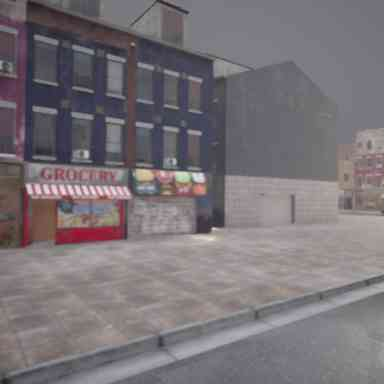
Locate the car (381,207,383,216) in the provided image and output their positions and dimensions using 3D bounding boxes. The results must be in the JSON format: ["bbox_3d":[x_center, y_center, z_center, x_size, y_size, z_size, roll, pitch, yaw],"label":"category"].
[{"bbox_3d":[24.006,1.969,37.445,2.097,1.767,4.553,1,-1,-35],"label":"car"}]
